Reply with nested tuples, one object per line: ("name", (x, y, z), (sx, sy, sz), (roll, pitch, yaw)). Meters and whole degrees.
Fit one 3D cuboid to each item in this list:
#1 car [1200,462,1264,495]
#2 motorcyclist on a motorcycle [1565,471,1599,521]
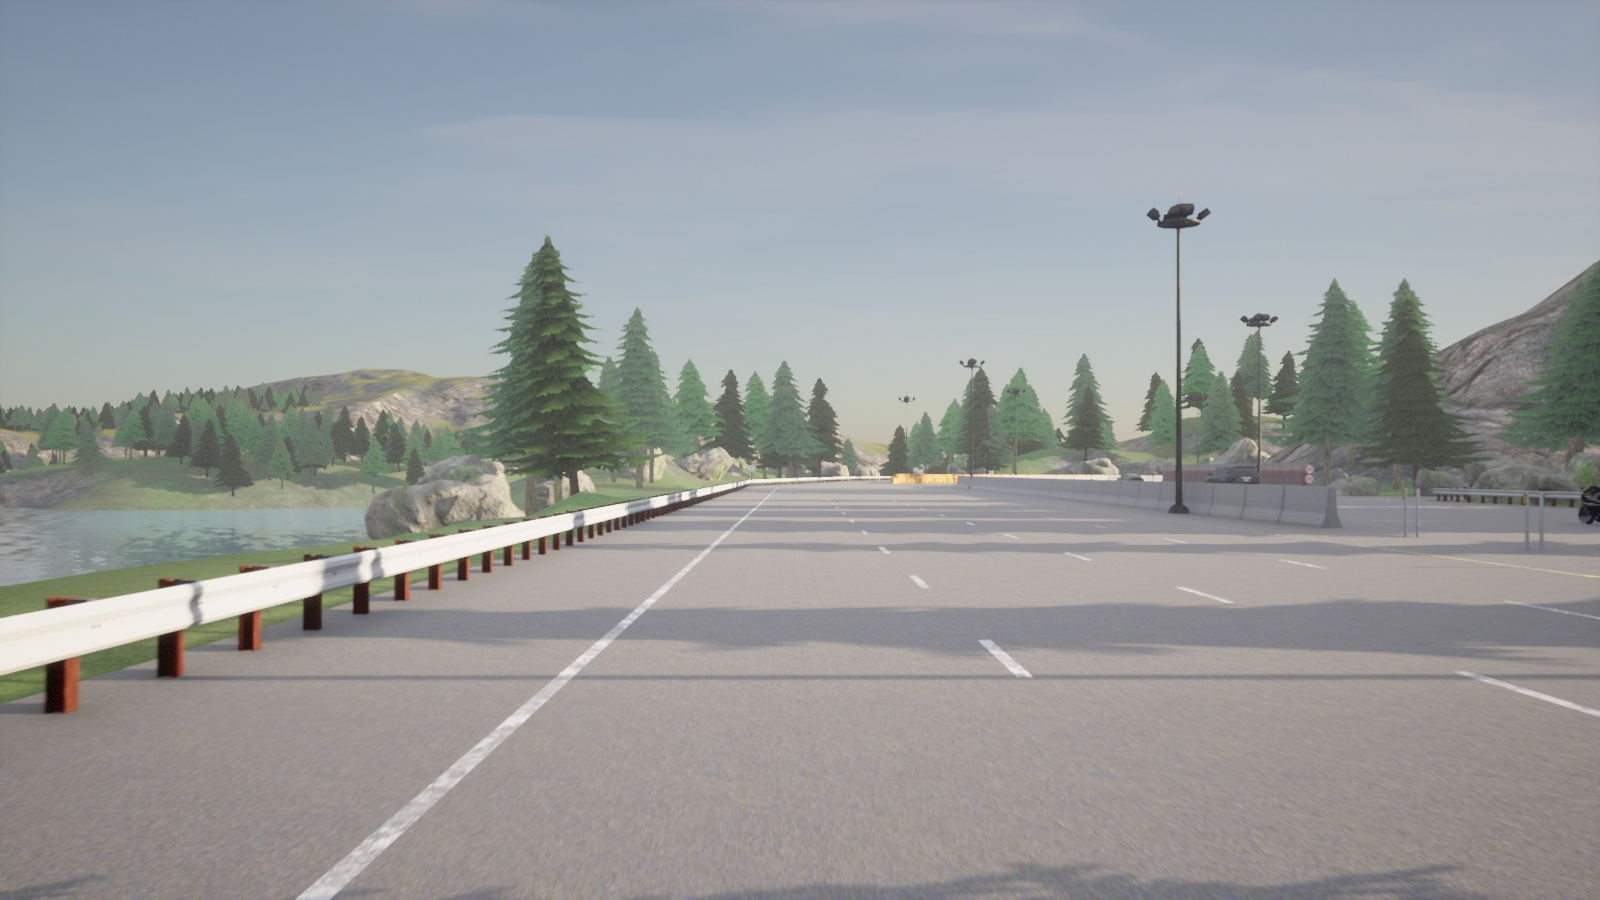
("car", (27.779, 1.820, 80.940), (2.150, 2.045, 5.566), (0, -1, 0))
("motorcyclist on a motorcycle", (24.747, 1.417, 38.539), (0.866, 1.530, 2.191), (1, -1, -13))
